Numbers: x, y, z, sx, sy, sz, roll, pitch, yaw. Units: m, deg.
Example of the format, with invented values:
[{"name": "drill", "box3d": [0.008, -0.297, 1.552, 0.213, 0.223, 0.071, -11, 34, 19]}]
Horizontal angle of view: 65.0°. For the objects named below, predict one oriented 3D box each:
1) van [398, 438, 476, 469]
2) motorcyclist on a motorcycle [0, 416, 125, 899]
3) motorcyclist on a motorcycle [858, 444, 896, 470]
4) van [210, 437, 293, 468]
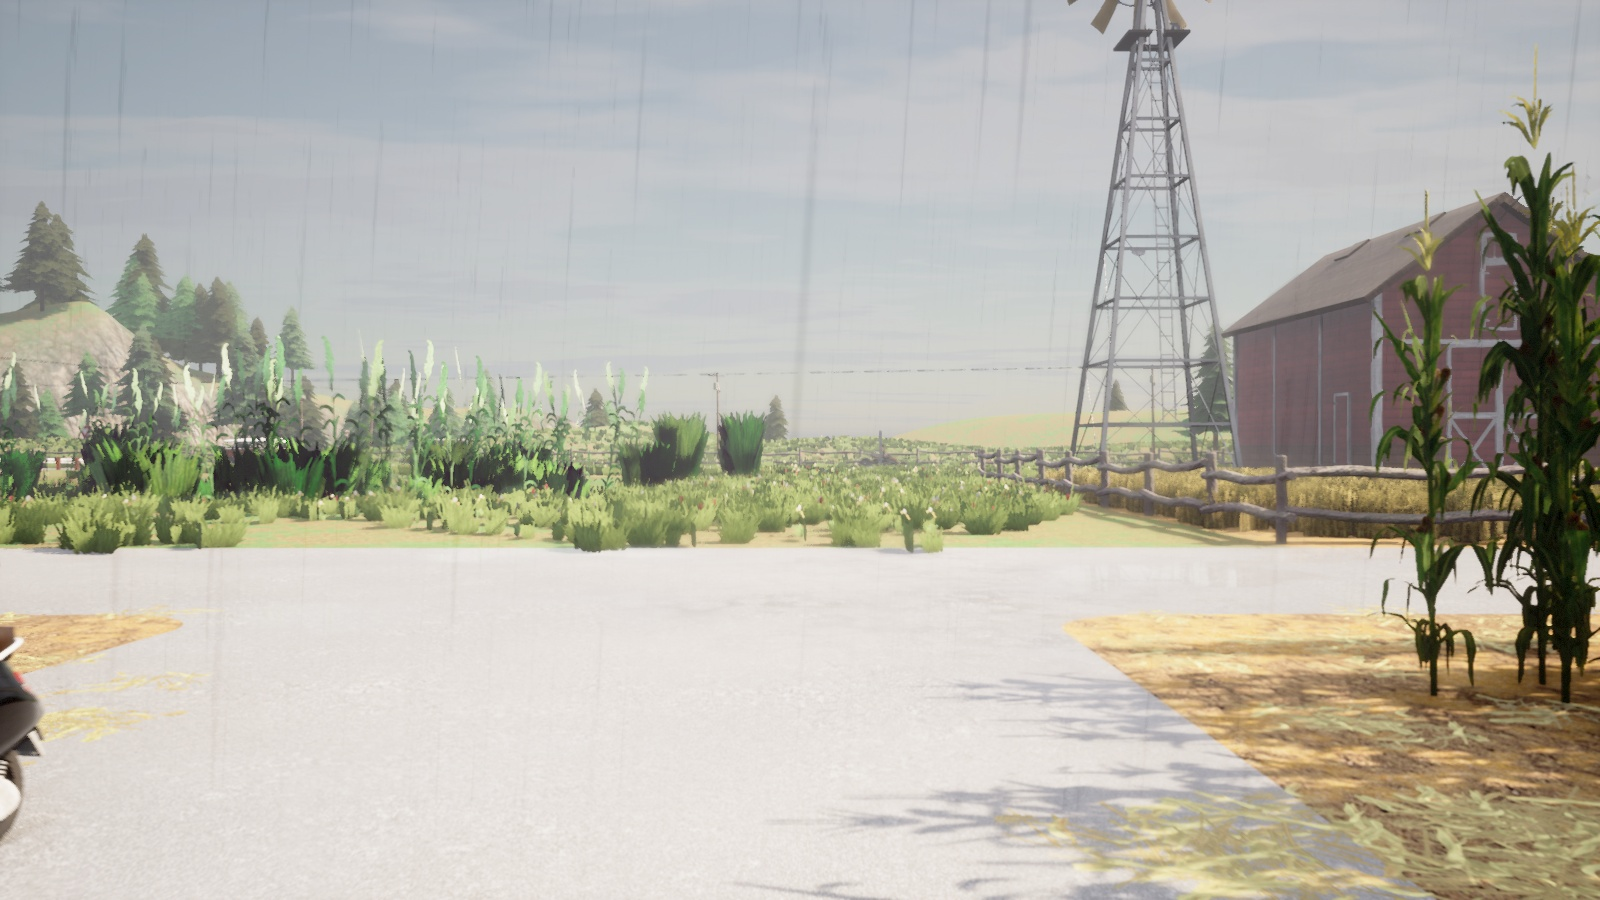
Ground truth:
[{"name": "van", "box3d": [-23.237, 0.205, 80.479, 4.442, 1.987, 1.775, 0, 0, 6]}, {"name": "motorcyclist on a motorcycle", "box3d": [-3.019, 0.685, 3.869, 0.866, 1.590, 1.817, 0, 0, 2]}, {"name": "motorcyclist on a motorcycle", "box3d": [4.768, 0.434, 77.652, 2.350, 1.649, 0.766, 0, 0, 6]}, {"name": "van", "box3d": [-35.703, 0.159, 81.814, 4.480, 2.038, 2.069, 0, 0, 6]}]
